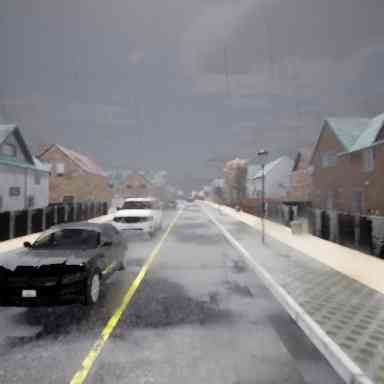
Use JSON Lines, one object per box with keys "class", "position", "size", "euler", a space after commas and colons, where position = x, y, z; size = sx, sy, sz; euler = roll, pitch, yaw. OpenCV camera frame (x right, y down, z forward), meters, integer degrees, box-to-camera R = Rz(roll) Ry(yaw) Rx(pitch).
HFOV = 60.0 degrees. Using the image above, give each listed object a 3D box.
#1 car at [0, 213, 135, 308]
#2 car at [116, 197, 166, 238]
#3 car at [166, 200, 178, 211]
{"class": "car", "position": [-2.876, 1.528, 8.351], "size": [1.882, 1.535, 5.008], "euler": [0, 0, 0]}
{"class": "car", "position": [-2.916, 1.336, 18.871], "size": [2.150, 2.045, 5.566], "euler": [0, 0, 0]}
{"class": "car", "position": [-2.954, 1.851, 45.737], "size": [1.837, 1.490, 4.892], "euler": [0, -1, 0]}
